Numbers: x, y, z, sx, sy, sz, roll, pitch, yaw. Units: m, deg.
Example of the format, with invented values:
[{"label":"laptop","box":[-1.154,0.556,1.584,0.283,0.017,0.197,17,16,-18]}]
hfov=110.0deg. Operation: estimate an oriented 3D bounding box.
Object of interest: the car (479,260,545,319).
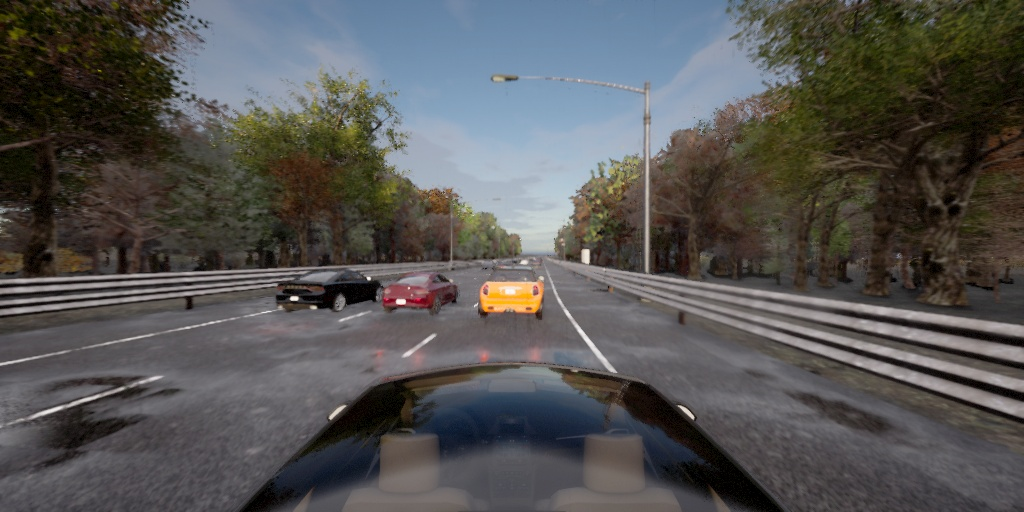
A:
[{"label":"car","box":[0.124,1.159,13.392,2.097,1.767,4.553,0,0,5]}]

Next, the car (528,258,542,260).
[{"label":"car","box":[4.377,1.545,64.373,2.128,1.511,4.902,0,0,5]}]

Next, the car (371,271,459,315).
[{"label":"car","box":[-3.357,1.314,13.772,1.812,1.442,4.674,0,0,5]}]

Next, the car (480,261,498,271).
[{"label":"car","box":[-3.432,1.515,54.984,2.033,1.411,5.357,0,0,5]}]

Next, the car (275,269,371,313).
[{"label":"car","box":[-6.841,1.244,14.078,1.882,1.535,5.008,0,0,5]}]
